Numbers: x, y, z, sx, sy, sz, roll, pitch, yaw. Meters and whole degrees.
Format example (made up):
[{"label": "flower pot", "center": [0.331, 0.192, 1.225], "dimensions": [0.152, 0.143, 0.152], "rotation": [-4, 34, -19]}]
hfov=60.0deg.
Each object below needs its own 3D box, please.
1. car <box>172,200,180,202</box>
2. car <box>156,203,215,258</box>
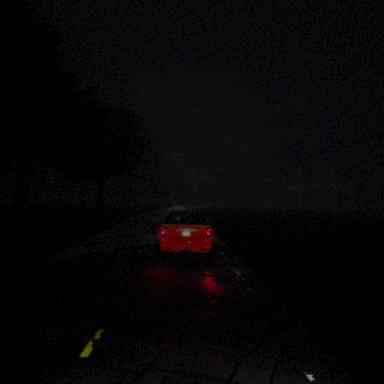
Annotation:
[{"label": "car", "center": [-3.206, 2.464, 66.483], "dimensions": [1.837, 1.490, 4.892], "rotation": [-1, -1, 9]}, {"label": "car", "center": [-0.296, 1.501, 13.608], "dimensions": [2.097, 1.767, 4.553], "rotation": [1, -1, -3]}]
